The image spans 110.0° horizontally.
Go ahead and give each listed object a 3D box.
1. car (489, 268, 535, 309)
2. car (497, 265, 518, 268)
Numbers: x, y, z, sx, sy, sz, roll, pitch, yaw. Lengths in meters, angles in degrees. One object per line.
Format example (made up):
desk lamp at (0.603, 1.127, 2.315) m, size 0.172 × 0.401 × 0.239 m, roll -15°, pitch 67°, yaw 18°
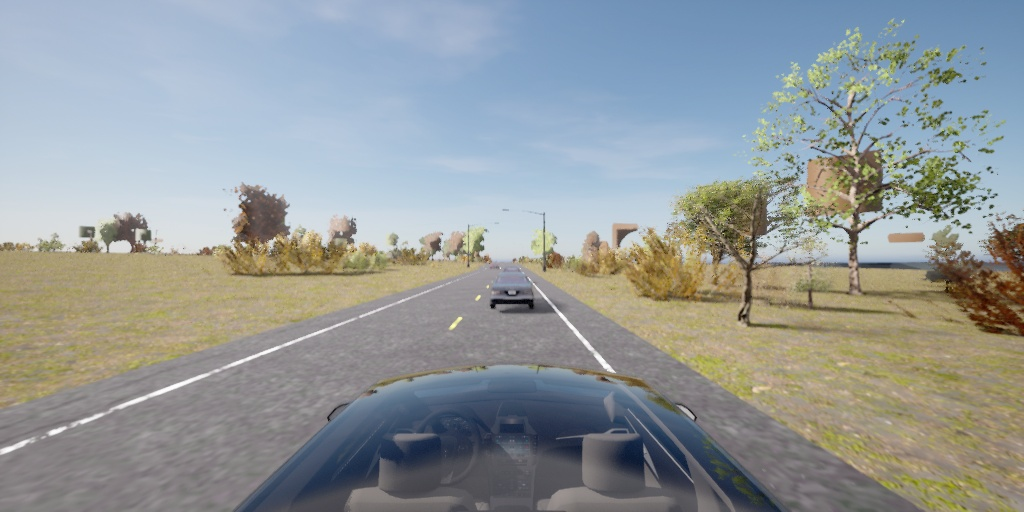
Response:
car at (0.000, 1.435, 15.850) m, size 2.033 × 1.411 × 5.357 m, roll 0°, pitch -1°, yaw 0°
car at (0.002, 1.604, 31.148) m, size 1.994 × 1.385 × 4.181 m, roll 0°, pitch -1°, yaw 0°
